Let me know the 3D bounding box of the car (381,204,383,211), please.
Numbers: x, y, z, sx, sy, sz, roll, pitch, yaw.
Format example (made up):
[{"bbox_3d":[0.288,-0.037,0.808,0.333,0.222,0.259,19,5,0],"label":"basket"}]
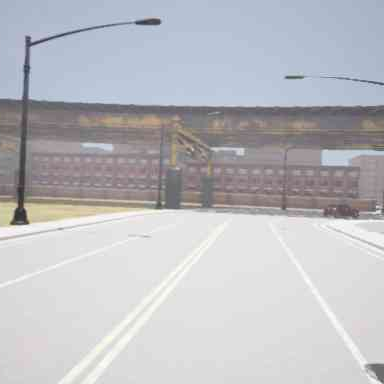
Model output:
[{"bbox_3d":[48.325,3.857,79.847,2.038,1.542,4.974,3,0,-24],"label":"car"}]

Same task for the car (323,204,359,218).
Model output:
[{"bbox_3d":[19.225,2.355,42.760,4.553,1.767,2.097,3,0,-22],"label":"car"}]

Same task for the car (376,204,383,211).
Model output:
[{"bbox_3d":[44.214,3.524,79.797,4.536,1.218,1.853,3,0,-29],"label":"car"}]

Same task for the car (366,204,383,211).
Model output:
[{"bbox_3d":[44.253,3.683,79.821,4.974,1.542,2.038,3,0,-29],"label":"car"}]
